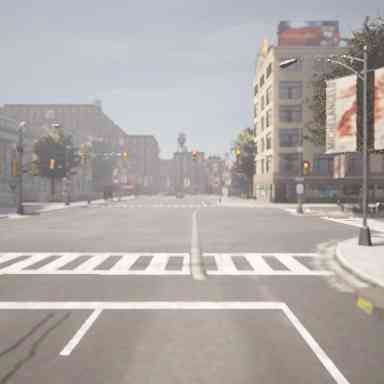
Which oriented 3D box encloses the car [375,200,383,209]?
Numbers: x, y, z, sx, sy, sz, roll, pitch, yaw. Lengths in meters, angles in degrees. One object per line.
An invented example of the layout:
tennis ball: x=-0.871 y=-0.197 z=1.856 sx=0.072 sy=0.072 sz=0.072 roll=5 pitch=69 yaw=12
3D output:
car: x=22.995 y=1.238 z=36.939 sx=4.902 sy=1.511 sz=2.128 roll=0 pitch=0 yaw=0

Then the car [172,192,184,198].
car: x=-3.315 y=0.946 z=86.095 sx=2.033 sy=1.411 sz=5.357 roll=0 pitch=0 yaw=0
